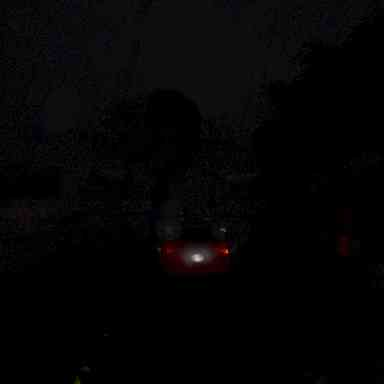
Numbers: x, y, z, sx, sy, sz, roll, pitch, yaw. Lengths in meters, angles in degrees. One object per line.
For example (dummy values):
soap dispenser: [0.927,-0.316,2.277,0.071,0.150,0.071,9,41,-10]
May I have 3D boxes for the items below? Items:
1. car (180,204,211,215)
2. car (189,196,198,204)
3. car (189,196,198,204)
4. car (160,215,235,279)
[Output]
car: [0.192,1.679,20.223,1.994,1.385,4.181,0,0,0]
car: [0.357,2.339,75.503,1.837,1.490,4.892,0,-1,0]
car: [0.406,2.145,85.960,2.150,2.045,5.566,0,-1,0]
car: [0.147,1.612,10.202,1.994,1.385,4.181,0,0,0]
